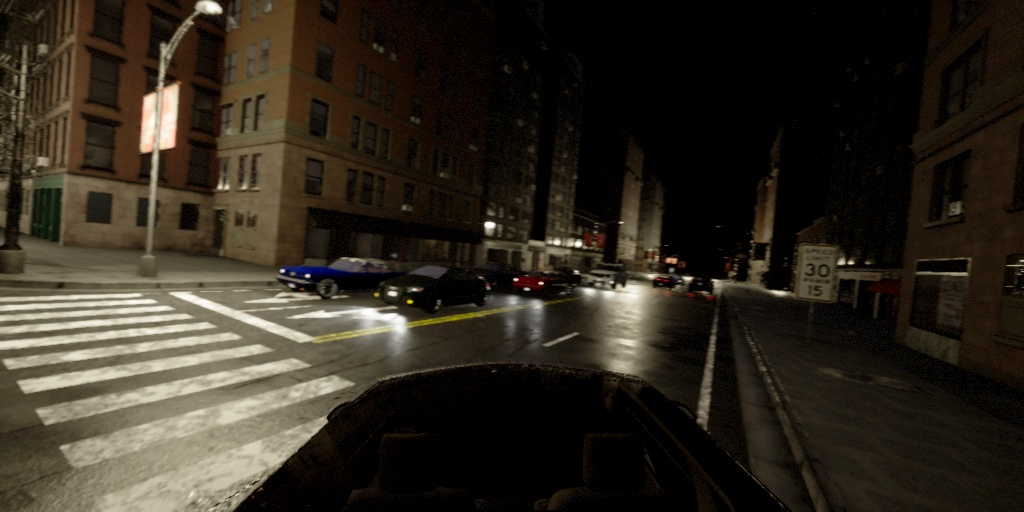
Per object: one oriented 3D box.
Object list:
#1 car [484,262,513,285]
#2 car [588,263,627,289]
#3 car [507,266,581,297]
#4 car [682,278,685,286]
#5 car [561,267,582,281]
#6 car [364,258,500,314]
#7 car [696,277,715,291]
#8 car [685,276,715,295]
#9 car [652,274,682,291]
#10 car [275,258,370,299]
[{"bbox_3d":[-0.937,1.111,21.416,2.033,1.411,5.357,6,0,31],"label":"car"},{"bbox_3d":[8.372,1.659,30.862,2.150,2.045,5.566,6,0,31],"label":"car"},{"bbox_3d":[1.893,1.452,19.849,1.895,1.301,4.718,6,0,31],"label":"car"},{"bbox_3d":[21.102,3.166,46.094,2.033,1.411,5.357,6,0,31],"label":"car"},{"bbox_3d":[4.531,1.624,30.778,1.994,1.385,4.181,6,0,30],"label":"car"},{"bbox_3d":[-2.514,1.015,12.293,1.994,1.385,4.181,6,0,30],"label":"car"},{"bbox_3d":[24.909,3.518,46.148,1.812,1.442,4.674,6,1,31],"label":"car"},{"bbox_3d":[19.119,2.827,36.156,2.097,1.767,4.553,6,0,31],"label":"car"},{"bbox_3d":[15.705,2.628,36.770,2.128,1.511,4.902,6,0,31],"label":"car"},{"bbox_3d":[-5.776,0.725,13.132,1.895,1.301,4.718,6,0,30],"label":"car"}]
